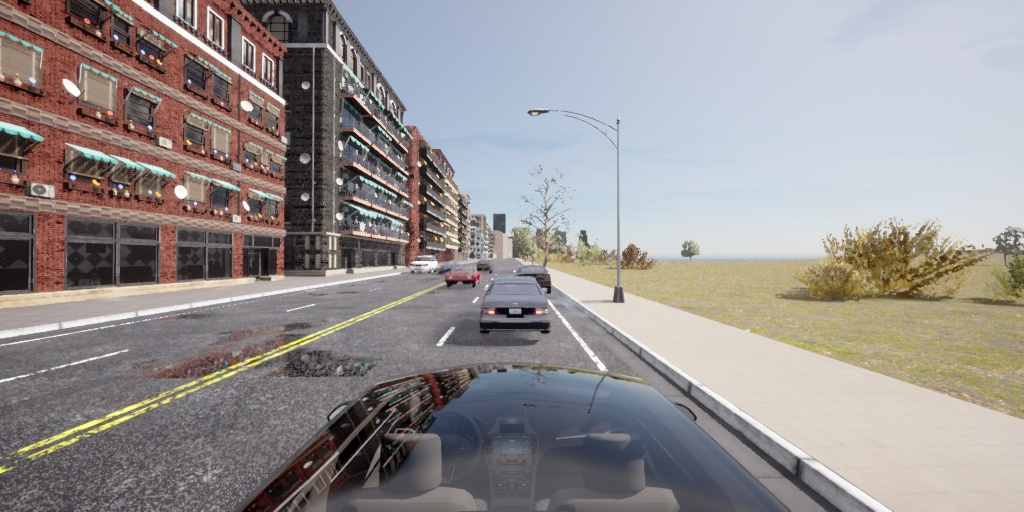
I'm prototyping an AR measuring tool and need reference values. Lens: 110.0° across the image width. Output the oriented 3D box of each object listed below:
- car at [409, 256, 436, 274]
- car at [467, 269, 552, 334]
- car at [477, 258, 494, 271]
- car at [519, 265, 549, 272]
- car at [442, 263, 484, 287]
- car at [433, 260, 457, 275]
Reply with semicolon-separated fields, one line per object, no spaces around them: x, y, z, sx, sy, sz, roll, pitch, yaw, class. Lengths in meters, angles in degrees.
-9.908;0.973;40.728;2.150;2.045;5.566;0;0;0;car
0.089;1.299;10.632;2.033;1.411;5.357;0;0;0;car
-3.210;1.256;42.736;1.837;1.490;4.892;0;0;0;car
1.109;1.230;20.396;1.882;1.535;5.008;0;0;0;car
-3.179;1.353;24.173;1.895;1.301;4.718;0;0;0;car
-6.652;1.299;38.763;2.033;1.411;5.357;0;0;0;car
